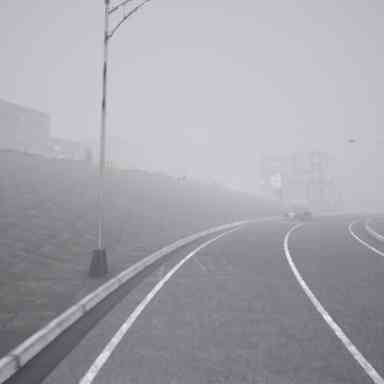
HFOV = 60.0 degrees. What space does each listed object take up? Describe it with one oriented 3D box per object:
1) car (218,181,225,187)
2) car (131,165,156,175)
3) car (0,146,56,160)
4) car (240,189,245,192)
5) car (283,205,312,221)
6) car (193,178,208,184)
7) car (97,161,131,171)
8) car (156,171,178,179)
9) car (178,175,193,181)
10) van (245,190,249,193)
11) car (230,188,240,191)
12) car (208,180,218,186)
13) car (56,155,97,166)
[{"bbox_3d":[5.298,-1.378,71.807,2.435,2.045,5.566,-1,-4,26],"label":"car"},{"bbox_3d":[-7.781,-2.897,47.204,2.185,1.767,4.553,-1,-4,32],"label":"car"},{"bbox_3d":[-16.799,-3.684,33.268,2.231,1.521,4.892,-1,-4,35],"label":"car"},{"bbox_3d":[11.792,0.127,87.000,2.002,1.452,4.674,0,-5,22],"label":"car"},{"bbox_3d":[10.348,1.976,32.380,2.128,1.511,4.902,-1,-2,32],"label":"car"},{"bbox_3d":[0.339,-1.831,61.721,2.231,1.521,4.892,-1,-4,28],"label":"car"},{"bbox_3d":[-10.680,-3.079,42.504,2.097,1.535,5.008,-1,-4,33],"label":"car"},{"bbox_3d":[-4.895,-2.421,52.132,2.163,1.488,4.792,-1,-4,30],"label":"car"},{"bbox_3d":[-2.203,-2.100,56.940,2.002,1.452,4.674,-1,-4,29],"label":"car"},{"bbox_3d":[13.842,0.324,92.291,1.878,1.987,4.442,0,-5,21],"label":"van"},{"bbox_3d":[9.718,-0.302,81.878,2.002,1.452,4.674,0,-4,23],"label":"car"},{"bbox_3d":[2.870,-1.616,66.754,2.185,1.767,4.553,-1,-4,27],"label":"car"},{"bbox_3d":[-13.691,-3.345,37.851,2.002,1.452,4.674,-1,-4,34],"label":"car"}]
